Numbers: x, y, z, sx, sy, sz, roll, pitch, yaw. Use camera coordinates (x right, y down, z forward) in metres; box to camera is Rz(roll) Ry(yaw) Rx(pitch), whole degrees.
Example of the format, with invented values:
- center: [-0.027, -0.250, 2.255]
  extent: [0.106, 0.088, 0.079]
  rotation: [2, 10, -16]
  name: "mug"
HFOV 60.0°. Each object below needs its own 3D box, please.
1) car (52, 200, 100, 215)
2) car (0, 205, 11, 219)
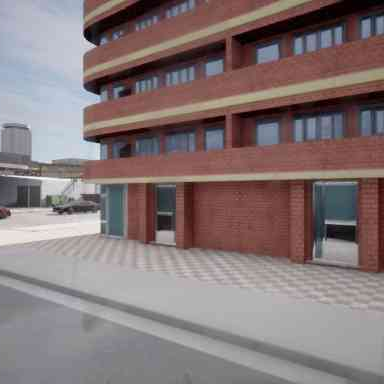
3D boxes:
- center: [-11.730, 1.547, 34.630]
  extent: [2.033, 1.411, 5.357]
  rotation: [0, 0, 34]
  name: "car"
- center: [-17.040, 1.564, 26.903]
  extent: [1.994, 1.385, 4.181]
  rotation: [0, 0, 34]
  name: "car"
